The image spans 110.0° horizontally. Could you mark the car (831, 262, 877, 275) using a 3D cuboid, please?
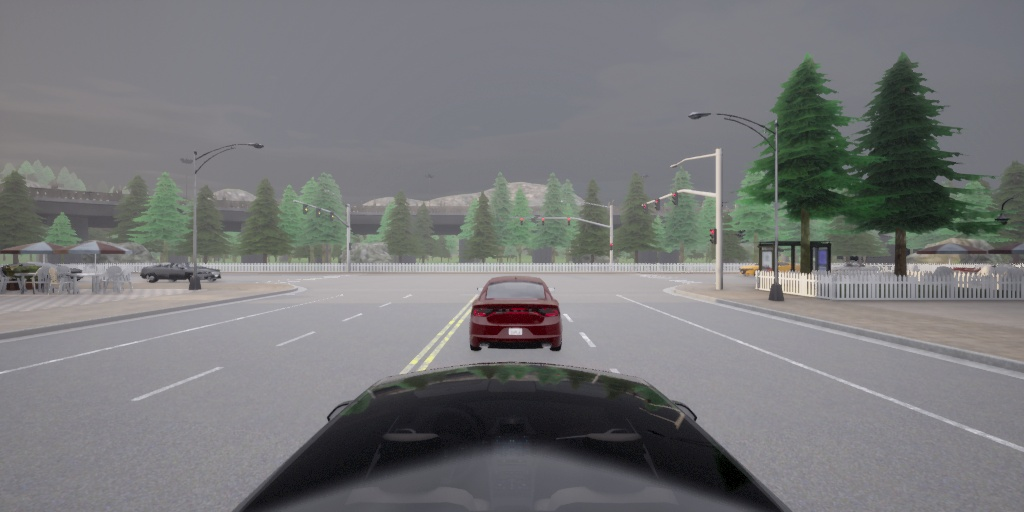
[{"bbox_3d":[33.832,1.295,36.461,4.718,1.301,1.895,0,0,2],"label":"car"}]

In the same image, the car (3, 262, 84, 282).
[{"bbox_3d":[-34.536,1.172,26.171,5.008,1.535,1.882,0,0,-3],"label":"car"}]

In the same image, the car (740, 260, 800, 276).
[{"bbox_3d":[23.806,1.172,33.148,5.008,1.535,1.882,0,0,1],"label":"car"}]

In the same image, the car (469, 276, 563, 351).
[{"bbox_3d":[0.100,1.228,9.014,1.882,1.535,5.008,0,0,1],"label":"car"}]

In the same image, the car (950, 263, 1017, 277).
[{"bbox_3d":[42.533,1.295,32.042,4.718,1.301,1.895,0,0,13],"label":"car"}]

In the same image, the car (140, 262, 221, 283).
[{"bbox_3d":[-24.146,1.186,26.259,4.902,1.511,2.128,0,0,-2],"label":"car"}]
